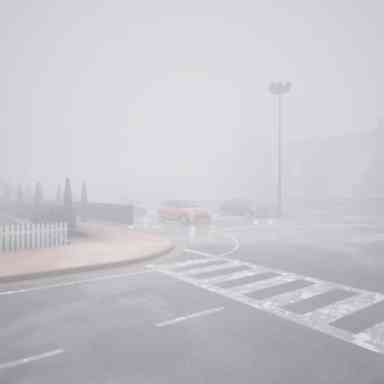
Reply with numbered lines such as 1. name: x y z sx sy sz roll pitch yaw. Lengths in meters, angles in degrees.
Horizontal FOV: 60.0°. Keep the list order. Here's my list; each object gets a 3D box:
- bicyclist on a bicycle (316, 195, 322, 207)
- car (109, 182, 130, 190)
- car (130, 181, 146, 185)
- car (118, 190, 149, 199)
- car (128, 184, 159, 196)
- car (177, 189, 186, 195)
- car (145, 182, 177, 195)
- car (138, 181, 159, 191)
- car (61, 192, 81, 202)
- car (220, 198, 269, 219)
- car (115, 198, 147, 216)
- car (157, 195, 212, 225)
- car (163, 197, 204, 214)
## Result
1. bicyclist on a bicycle: 18.084 1.279 47.388 1.656 1.620 0.582 0 0 -37
2. car: -14.797 -1.308 66.277 1.882 1.535 5.008 0 7 -37
3. car: -11.973 -1.430 68.345 2.097 1.767 4.553 0 7 -37
4. car: -8.569 0.916 46.191 2.033 1.411 5.357 0 4 -37
5. car: -8.532 0.051 57.943 2.033 1.411 5.357 0 6 -37
6. car: -3.205 0.053 62.506 1.895 1.301 4.718 0 7 -37
7. car: -5.730 -0.278 60.039 2.150 2.045 5.566 0 6 -37
8. car: -9.200 -1.370 70.481 2.128 1.511 4.902 0 7 -37
9. car: -15.860 0.754 44.250 1.895 1.301 4.718 0 5 -37
10. car: 4.511 1.341 28.917 2.097 1.767 4.553 0 0 -37
11. car: -6.080 1.562 31.284 1.895 1.301 4.718 0 1 -37
12. car: -0.598 1.347 24.066 2.097 1.767 4.553 0 0 -37
13. car: -1.059 1.418 36.256 1.882 1.535 5.008 0 1 -37
